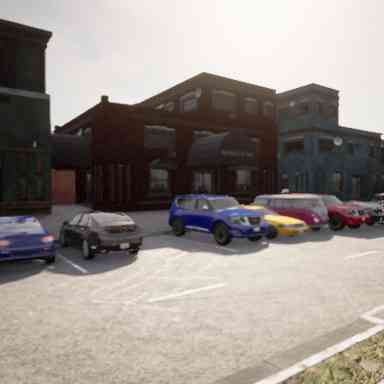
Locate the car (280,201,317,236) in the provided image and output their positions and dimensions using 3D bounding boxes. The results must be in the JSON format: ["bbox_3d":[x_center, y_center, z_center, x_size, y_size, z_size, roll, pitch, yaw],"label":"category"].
[{"bbox_3d":[3.377,1.398,17.162,1.946,1.575,5.366,0,0,-35],"label":"car"}]

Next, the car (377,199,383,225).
[{"bbox_3d":[10.068,1.379,22.138,2.231,1.521,4.892,0,0,-35],"label":"car"}]

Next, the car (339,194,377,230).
[{"bbox_3d":[7.814,1.132,20.508,2.435,2.045,5.566,0,0,-35],"label":"car"}]

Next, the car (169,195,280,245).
[{"bbox_3d":[1.020,1.159,15.680,2.435,2.045,5.566,0,0,-35],"label":"car"}]

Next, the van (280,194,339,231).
[{"bbox_3d":[5.602,1.166,18.828,1.878,1.987,4.442,0,0,-35],"label":"van"}]

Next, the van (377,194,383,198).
[{"bbox_3d":[16.792,1.138,27.068,1.878,1.987,4.442,0,0,-35],"label":"van"}]

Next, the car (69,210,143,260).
[{"bbox_3d":[-3.522,1.436,12.478,2.231,1.521,4.892,0,0,-35],"label":"car"}]

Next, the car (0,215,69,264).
[{"bbox_3d":[-5.789,1.489,10.871,2.002,1.452,4.674,0,0,-35],"label":"car"}]
